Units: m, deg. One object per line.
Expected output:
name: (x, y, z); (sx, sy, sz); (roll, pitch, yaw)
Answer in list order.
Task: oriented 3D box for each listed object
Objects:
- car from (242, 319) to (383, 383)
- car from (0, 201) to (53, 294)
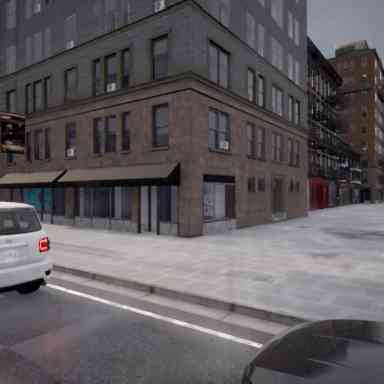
car: (2.605, 1.505, 1.829); (4.892, 1.490, 1.837); (0, 0, 36)
car: (-5.465, 1.222, 7.574); (5.566, 2.045, 2.150); (0, 0, 36)
